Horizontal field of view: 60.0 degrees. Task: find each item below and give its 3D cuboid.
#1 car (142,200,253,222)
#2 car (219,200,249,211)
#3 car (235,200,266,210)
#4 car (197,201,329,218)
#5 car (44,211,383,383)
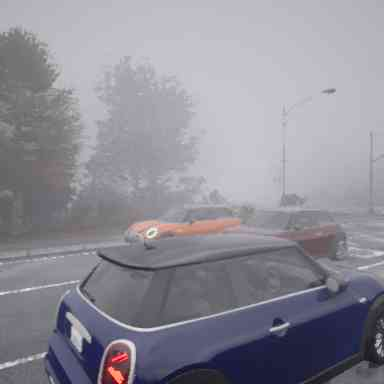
[{"bbox_3d":[-0.217,1.295,12.403,4.553,1.767,2.097,-1,0,-35],"label":"car"},{"bbox_3d":[6.527,2.119,52.377,1.837,1.490,4.892,0,-3,-32],"label":"car"},{"bbox_3d":[9.477,2.087,54.269,2.128,1.511,4.902,0,-3,-32],"label":"car"},{"bbox_3d":[2.686,1.287,10.168,4.553,1.767,2.097,0,0,-35],"label":"car"},{"bbox_3d":[0.688,1.327,4.239,4.553,1.767,2.097,-1,0,-35],"label":"car"}]
